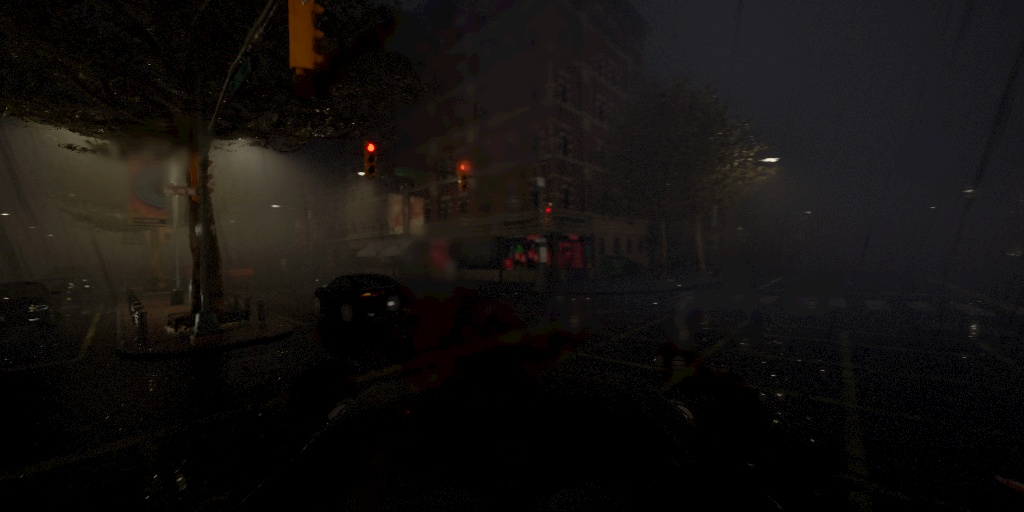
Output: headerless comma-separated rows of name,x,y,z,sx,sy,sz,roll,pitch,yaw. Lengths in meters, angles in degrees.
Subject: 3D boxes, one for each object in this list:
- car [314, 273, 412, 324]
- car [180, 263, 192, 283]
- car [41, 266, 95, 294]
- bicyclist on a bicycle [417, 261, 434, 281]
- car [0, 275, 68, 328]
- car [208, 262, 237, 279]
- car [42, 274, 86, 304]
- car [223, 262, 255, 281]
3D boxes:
car,-5.456,1.359,12.817,1.882,1.535,5.008,-1,0,-45
car,-33.301,1.773,38.030,5.566,2.045,2.150,-1,0,42
car,-32.325,1.751,26.210,5.566,2.045,2.150,-1,0,43
bicyclist on a bicycle,-7.113,1.220,29.579,0.582,1.620,1.656,-1,0,42
car,-17.063,1.639,12.297,5.008,1.535,1.882,-1,0,42
car,-38.034,1.887,47.072,5.566,2.045,2.150,-1,0,42
car,-24.408,1.902,18.991,4.181,1.385,1.994,-1,0,43
car,-30.899,1.846,40.578,4.553,1.767,2.097,-1,0,42
